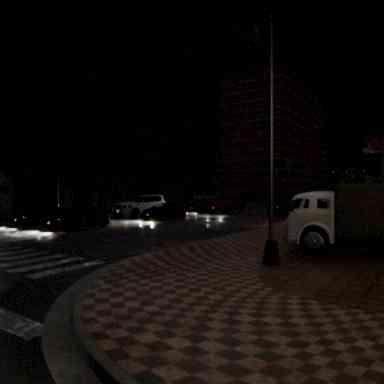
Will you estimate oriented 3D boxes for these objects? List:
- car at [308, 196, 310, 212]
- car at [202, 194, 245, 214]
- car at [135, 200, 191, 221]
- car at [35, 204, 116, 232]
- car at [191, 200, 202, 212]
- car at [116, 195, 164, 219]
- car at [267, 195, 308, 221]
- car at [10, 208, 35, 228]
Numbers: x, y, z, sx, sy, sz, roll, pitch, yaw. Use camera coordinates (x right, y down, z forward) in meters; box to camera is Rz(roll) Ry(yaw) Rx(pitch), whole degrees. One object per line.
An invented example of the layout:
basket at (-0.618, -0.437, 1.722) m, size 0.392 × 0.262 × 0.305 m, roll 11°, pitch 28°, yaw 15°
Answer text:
car at (14.996, 1.573, 46.821) m, size 1.812 × 1.442 × 4.674 m, roll 0°, pitch 0°, yaw 26°
car at (3.800, 1.267, 36.253) m, size 2.150 × 2.045 × 5.566 m, roll 0°, pitch 0°, yaw 36°
car at (-2.317, 1.609, 27.747) m, size 1.994 × 1.385 × 4.181 m, roll 0°, pitch 0°, yaw 36°
car at (-7.203, 1.609, 20.923) m, size 1.994 × 1.385 × 4.181 m, roll 0°, pitch 0°, yaw 34°
car at (1.158, 1.607, 38.552) m, size 1.994 × 1.385 × 4.181 m, roll 0°, pitch 0°, yaw 37°
car at (-4.678, 1.265, 30.480) m, size 2.150 × 2.045 × 5.566 m, roll 0°, pitch 0°, yaw 36°
car at (8.746, 1.402, 30.839) m, size 2.097 × 1.767 × 4.553 m, roll 0°, pitch 0°, yaw 36°
car at (-10.119, 1.607, 22.876) m, size 1.994 × 1.385 × 4.181 m, roll 0°, pitch 0°, yaw 36°
